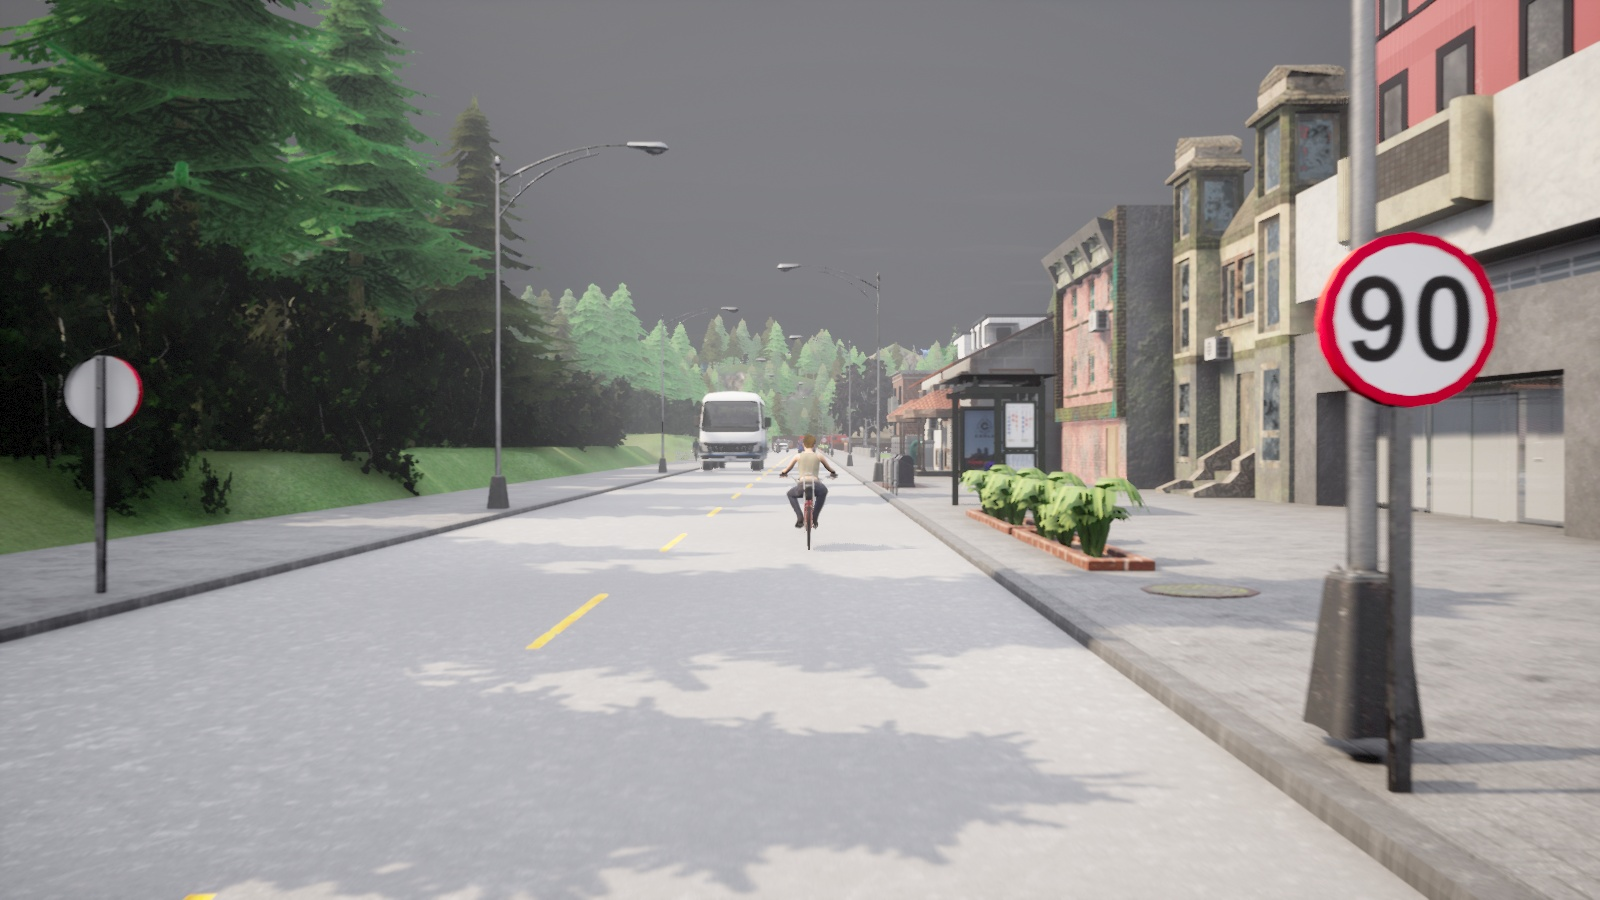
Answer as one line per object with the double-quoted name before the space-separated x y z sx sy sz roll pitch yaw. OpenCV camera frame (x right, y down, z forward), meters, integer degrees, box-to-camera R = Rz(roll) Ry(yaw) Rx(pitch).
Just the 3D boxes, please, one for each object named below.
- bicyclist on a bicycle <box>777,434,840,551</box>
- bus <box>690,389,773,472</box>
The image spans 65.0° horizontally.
"bicyclist on a bicycle" 0.124 0.581 18.027 0.866 1.612 1.509 0 0 0
"bus" -3.592 -1.022 69.074 3.944 4.253 10.273 0 0 0
